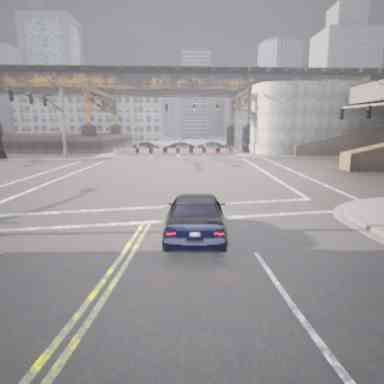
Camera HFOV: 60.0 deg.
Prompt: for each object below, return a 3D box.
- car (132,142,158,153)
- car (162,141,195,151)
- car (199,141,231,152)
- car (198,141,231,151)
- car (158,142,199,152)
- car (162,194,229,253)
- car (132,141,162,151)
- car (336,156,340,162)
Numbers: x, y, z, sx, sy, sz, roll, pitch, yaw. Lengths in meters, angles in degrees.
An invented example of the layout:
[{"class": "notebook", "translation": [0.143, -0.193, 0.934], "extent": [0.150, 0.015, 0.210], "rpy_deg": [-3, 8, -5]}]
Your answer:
[{"class": "car", "translation": [-6.607, -6.602, 48.855], "extent": [4.974, 1.542, 2.038], "rpy_deg": [10, 15, 43]}, {"class": "car", "translation": [-1.958, -6.758, 48.832], "extent": [4.536, 1.218, 1.853], "rpy_deg": [-8, 14, -35]}, {"class": "car", "translation": [3.373, -6.741, 49.567], "extent": [4.974, 1.542, 2.038], "rpy_deg": [6, 13, 28]}, {"class": "car", "translation": [3.328, -6.900, 49.562], "extent": [4.536, 1.218, 1.853], "rpy_deg": [6, 13, 28]}, {"class": "car", "translation": [-1.999, -6.598, 48.832], "extent": [4.974, 1.542, 2.038], "rpy_deg": [-8, 14, -35]}, {"class": "car", "translation": [0.136, 0.777, 10.737], "extent": [2.033, 1.411, 5.357], "rpy_deg": [0, 7, 2]}, {"class": "car", "translation": [-6.645, -6.764, 48.860], "extent": [4.536, 1.218, 1.853], "rpy_deg": [10, 15, 43]}, {"class": "car", "translation": [16.608, -3.207, 32.163], "extent": [4.718, 1.301, 1.895], "rpy_deg": [0, 11, -1]}]
